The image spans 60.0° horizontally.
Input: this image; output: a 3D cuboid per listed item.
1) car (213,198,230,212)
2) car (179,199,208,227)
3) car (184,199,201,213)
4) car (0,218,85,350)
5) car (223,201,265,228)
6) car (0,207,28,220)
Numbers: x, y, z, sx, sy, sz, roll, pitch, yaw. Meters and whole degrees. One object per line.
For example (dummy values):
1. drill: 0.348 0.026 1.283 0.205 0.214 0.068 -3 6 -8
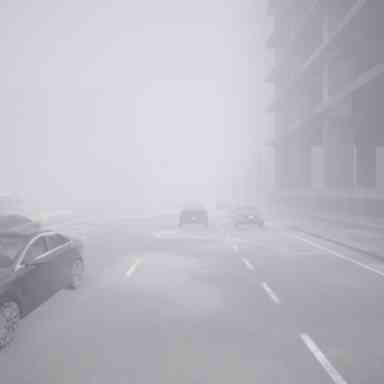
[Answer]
1. car: 3.588 1.495 38.958 1.882 1.535 5.008 0 0 0
2. car: 0.107 1.488 22.979 1.882 1.535 5.008 0 0 0
3. car: 0.086 1.543 37.970 1.812 1.442 4.674 0 0 0
4. car: -3.547 1.495 6.281 2.128 1.511 4.902 0 0 1
5. car: 3.548 1.558 22.365 2.033 1.411 5.357 0 0 1
6. car: -6.996 1.483 11.455 1.882 1.535 5.008 0 0 0
